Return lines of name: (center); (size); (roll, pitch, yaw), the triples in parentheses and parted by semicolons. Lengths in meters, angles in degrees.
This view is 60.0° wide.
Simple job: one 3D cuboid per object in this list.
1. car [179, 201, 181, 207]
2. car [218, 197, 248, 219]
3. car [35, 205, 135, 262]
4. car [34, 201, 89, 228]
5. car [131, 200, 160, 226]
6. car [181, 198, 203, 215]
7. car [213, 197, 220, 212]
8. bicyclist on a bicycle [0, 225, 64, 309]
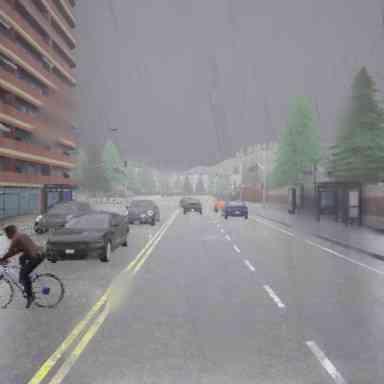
car: (-0.682, 1.533, 47.607); (2.033, 1.411, 5.357); (0, 0, -9)
car: (3.618, 1.478, 28.842); (1.882, 1.535, 5.008); (0, 0, 0)
car: (-3.581, 1.478, 12.267); (1.882, 1.535, 5.008); (0, 0, 0)
car: (-7.029, 1.351, 18.901); (2.097, 1.767, 4.553); (0, 0, 0)
car: (-3.482, 1.351, 23.340); (2.097, 1.767, 4.553); (0, 0, 0)
car: (0.092, 1.505, 34.654); (1.837, 1.490, 4.892); (0, 0, 0)
car: (3.607, 1.352, 38.062); (2.097, 1.767, 4.553); (0, 0, 0)
bicyclist on a bicycle: (-3.287, 1.454, 6.376); (1.656, 1.620, 0.582); (-2, 0, 0)
